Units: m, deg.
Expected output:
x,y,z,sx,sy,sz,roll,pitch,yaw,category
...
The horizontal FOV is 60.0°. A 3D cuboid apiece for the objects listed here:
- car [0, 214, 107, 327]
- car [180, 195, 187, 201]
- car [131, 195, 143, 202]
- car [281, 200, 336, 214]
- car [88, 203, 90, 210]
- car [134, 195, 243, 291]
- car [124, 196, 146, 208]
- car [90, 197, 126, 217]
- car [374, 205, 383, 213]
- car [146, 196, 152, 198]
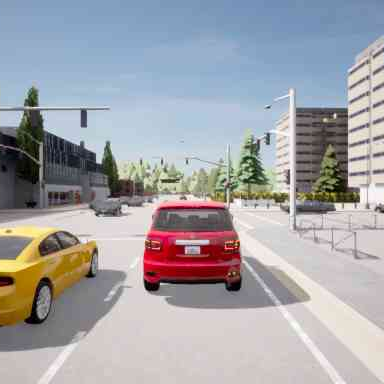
x,y,z,sx,sy,sz,roll,pitch,yaw,category
-3.478,1.478,7.147,1.882,1.535,5.008,0,0,0,car
-2.338,1.524,87.216,1.812,1.442,4.674,0,0,-2,car
-12.531,1.532,75.907,2.033,1.411,5.357,0,0,-2,car
12.083,1.547,34.603,5.357,1.411,2.033,0,0,-2,car
-11.672,1.505,42.119,1.837,1.490,4.892,0,0,-2,car
0.016,1.221,9.135,2.150,2.045,5.566,0,0,0,car
-8.393,1.502,49.343,1.837,1.490,4.892,0,1,-2,car
-7.793,1.505,31.353,1.837,1.490,4.892,0,0,-2,car
22.166,1.547,34.908,5.357,1.411,2.033,0,0,-2,car
-8.776,1.492,65.754,2.128,1.511,4.902,0,0,-1,car
